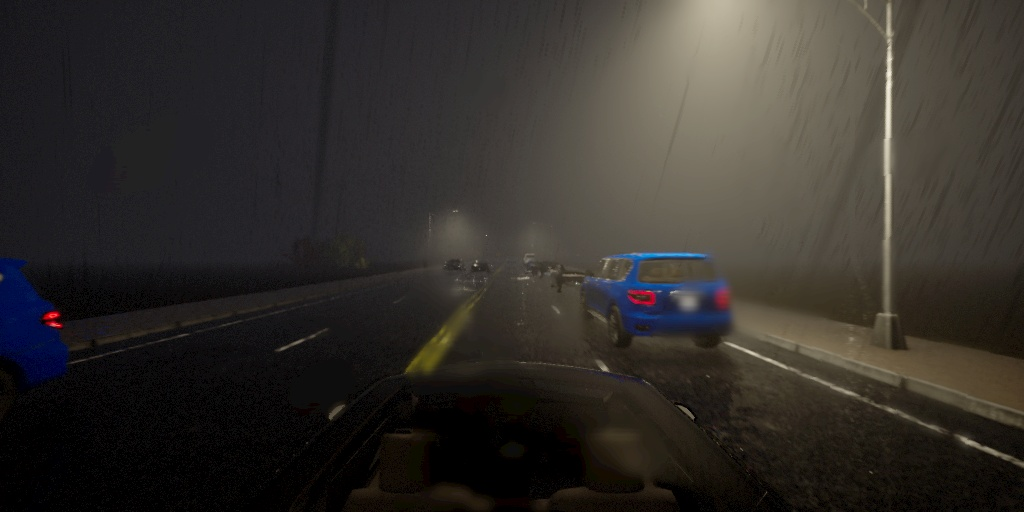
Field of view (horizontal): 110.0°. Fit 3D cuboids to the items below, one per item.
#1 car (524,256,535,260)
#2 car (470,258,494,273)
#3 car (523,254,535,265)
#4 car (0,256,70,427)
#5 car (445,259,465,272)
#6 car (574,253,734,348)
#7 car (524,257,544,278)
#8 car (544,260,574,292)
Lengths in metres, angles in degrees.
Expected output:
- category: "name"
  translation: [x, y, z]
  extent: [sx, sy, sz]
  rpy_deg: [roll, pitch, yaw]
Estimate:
- category: "car"
  translation: [3.209, 1.076, 53.243]
  extent: [1.994, 1.385, 4.181]
  rpy_deg: [0, 0, 0]
- category: "car"
  translation: [-3.355, 1.142, 39.121]
  extent: [1.994, 1.385, 4.181]
  rpy_deg: [0, 0, 0]
- category: "car"
  translation: [3.199, 0.680, 64.271]
  extent: [2.150, 2.045, 5.566]
  rpy_deg: [0, 0, 0]
- category: "car"
  translation: [-6.600, 0.972, 2.068]
  extent: [2.150, 2.045, 5.566]
  rpy_deg: [0, 0, 0]
- category: "car"
  translation: [-6.607, 1.068, 41.976]
  extent: [1.837, 1.490, 4.892]
  rpy_deg: [0, 1, 0]
- category: "car"
  translation: [3.244, 0.938, 9.272]
  extent: [2.150, 2.045, 5.566]
  rpy_deg: [0, 0, 0]
- category: "car"
  translation: [2.859, 1.119, 31.930]
  extent: [1.837, 1.490, 4.892]
  rpy_deg: [1, 0, -13]
- category: "car"
  translation: [3.235, 1.159, 20.243]
  extent: [2.128, 1.511, 4.902]
  rpy_deg: [0, 0, 0]
